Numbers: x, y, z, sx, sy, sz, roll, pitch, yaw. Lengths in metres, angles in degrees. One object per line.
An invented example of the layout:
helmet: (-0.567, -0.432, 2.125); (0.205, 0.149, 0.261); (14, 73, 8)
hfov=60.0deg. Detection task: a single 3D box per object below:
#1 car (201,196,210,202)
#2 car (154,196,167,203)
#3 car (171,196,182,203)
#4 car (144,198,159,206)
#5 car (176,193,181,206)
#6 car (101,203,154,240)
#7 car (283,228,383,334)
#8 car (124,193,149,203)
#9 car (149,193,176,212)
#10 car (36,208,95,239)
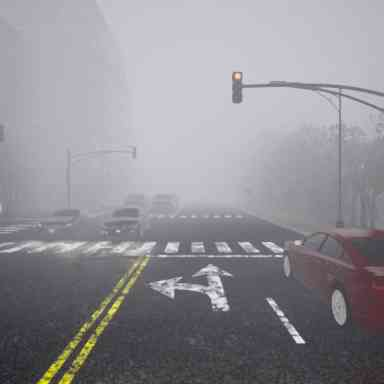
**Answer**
car: (3.242, 1.557, 78.613); (1.812, 1.442, 4.674); (0, 0, 0)
car: (-6.511, 1.564, 69.296); (2.033, 1.411, 5.357); (0, 0, 0)
car: (-3.260, 1.551, 71.271); (2.128, 1.511, 4.902); (0, 0, 0)
car: (-6.596, 1.614, 54.450); (1.895, 1.301, 4.718); (0, 0, 0)
car: (-3.346, 1.238, 56.017); (2.150, 2.045, 5.566); (0, 0, 0)
car: (-3.367, 1.543, 17.562); (1.837, 1.490, 4.892); (-1, 0, 0)
car: (3.349, 1.477, 6.908); (1.882, 1.535, 5.008); (0, 0, 0)
car: (-6.603, 1.220, 39.168); (2.150, 2.045, 5.566); (0, 1, 0)
car: (-3.355, 1.225, 39.044); (2.150, 2.045, 5.566); (0, 0, -1)
car: (-6.611, 1.588, 17.998); (1.812, 1.442, 4.674); (0, -1, 0)
